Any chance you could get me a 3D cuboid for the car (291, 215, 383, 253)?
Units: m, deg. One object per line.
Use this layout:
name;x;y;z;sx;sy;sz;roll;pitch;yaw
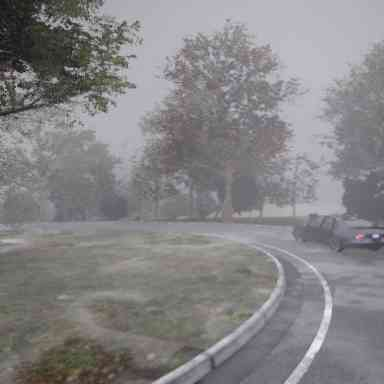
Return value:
car;6.365;1.724;14.713;2.033;1.411;5.357;-1;-1;-9
